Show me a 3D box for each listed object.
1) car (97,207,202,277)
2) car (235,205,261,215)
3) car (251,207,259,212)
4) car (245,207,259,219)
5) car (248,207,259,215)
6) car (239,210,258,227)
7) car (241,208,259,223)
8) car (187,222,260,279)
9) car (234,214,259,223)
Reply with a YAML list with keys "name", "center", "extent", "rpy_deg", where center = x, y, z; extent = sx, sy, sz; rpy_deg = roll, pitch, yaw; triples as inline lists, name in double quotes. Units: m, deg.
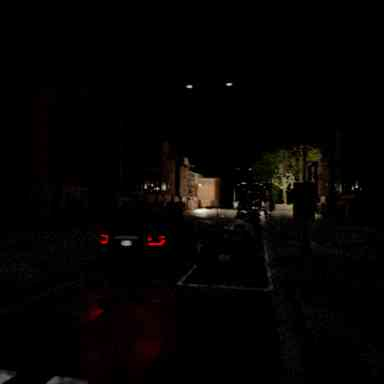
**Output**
- name: "car"
  center: [-1.280, 1.588, 11.773]
  extent: [2.150, 2.045, 5.566]
  rpy_deg: [1, -2, 11]
- name: "car"
  center: [4.637, 2.237, 27.895]
  extent: [2.192, 1.841, 5.009]
  rpy_deg: [0, -2, 11]
- name: "car"
  center: [16.792, 4.619, 88.485]
  extent: [1.947, 1.339, 4.313]
  rpy_deg: [0, -2, 11]
- name: "car"
  center: [9.058, 3.103, 49.929]
  extent: [1.967, 1.590, 4.097]
  rpy_deg: [0, -2, 11]
- name: "car"
  center: [12.372, 3.794, 66.452]
  extent: [2.008, 1.369, 4.403]
  rpy_deg: [0, -2, 11]
- name: "car"
  center: [5.774, 2.635, 33.563]
  extent: [1.752, 1.417, 4.829]
  rpy_deg: [0, -2, 11]
- name: "car"
  center: [6.847, 2.728, 38.910]
  extent: [1.967, 1.590, 4.097]
  rpy_deg: [0, -2, 11]
- name: "car"
  center: [1.319, 1.951, 11.356]
  extent: [1.947, 1.339, 4.313]
  rpy_deg: [0, -2, 11]
- name: "car"
  center: [2.458, 2.094, 17.034]
  extent: [1.752, 1.417, 4.829]
  rpy_deg: [0, -2, 11]
